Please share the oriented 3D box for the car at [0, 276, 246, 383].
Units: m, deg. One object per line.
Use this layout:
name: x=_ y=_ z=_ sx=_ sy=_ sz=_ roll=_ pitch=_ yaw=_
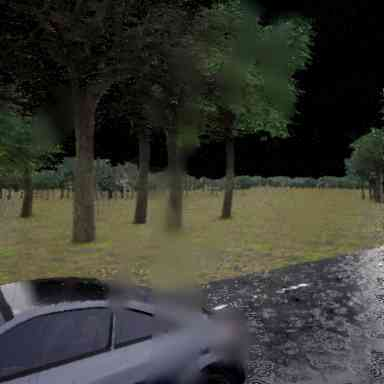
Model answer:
car: x=-1.525 y=1.562 z=2.900 sx=4.181 sy=1.385 sz=1.994 roll=0 pitch=0 yaw=-35
